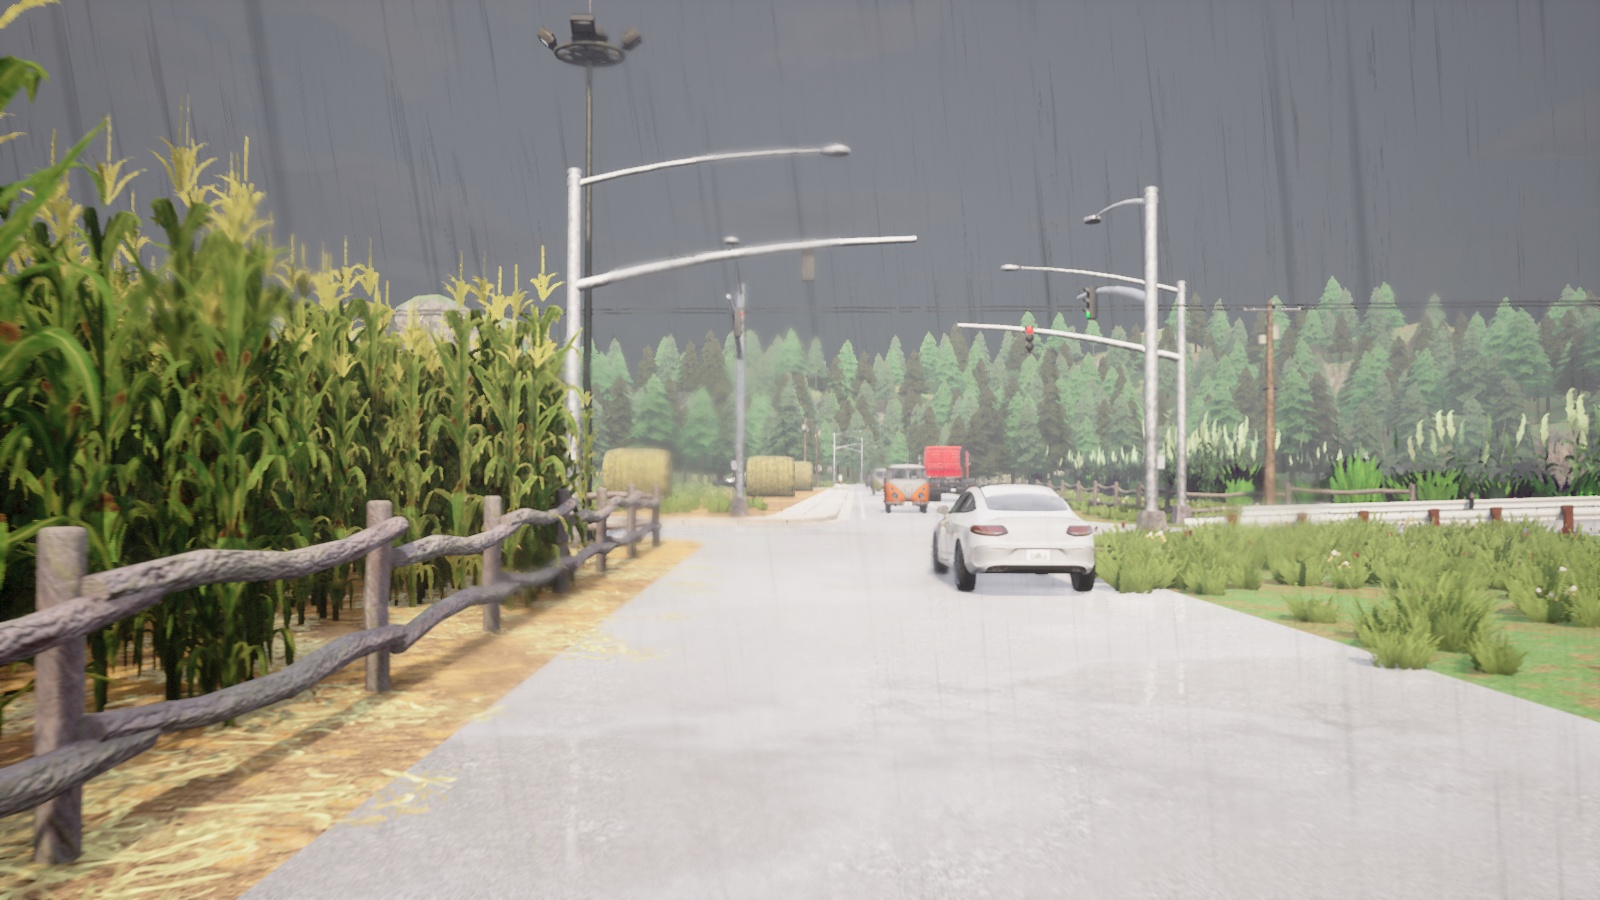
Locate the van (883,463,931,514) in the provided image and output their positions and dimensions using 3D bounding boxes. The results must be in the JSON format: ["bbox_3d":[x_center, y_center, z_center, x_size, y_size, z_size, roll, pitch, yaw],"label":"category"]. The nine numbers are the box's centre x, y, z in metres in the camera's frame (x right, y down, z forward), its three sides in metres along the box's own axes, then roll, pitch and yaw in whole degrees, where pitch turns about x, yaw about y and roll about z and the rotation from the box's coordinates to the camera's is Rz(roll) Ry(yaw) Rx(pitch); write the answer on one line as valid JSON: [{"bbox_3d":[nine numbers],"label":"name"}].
[{"bbox_3d":[4.392,1.569,51.960,1.775,1.987,4.442,0,-1,3],"label":"van"}]

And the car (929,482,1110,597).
[{"bbox_3d":[3.054,1.206,18.404,1.812,1.442,4.674,0,-1,0],"label":"car"}]

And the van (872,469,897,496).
[{"bbox_3d":[6.392,2.442,95.564,1.775,1.987,4.442,0,-1,3],"label":"van"}]

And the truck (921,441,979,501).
[{"bbox_3d":[9.006,1.307,76.252,2.891,3.462,7.936,0,-1,3],"label":"truck"}]
